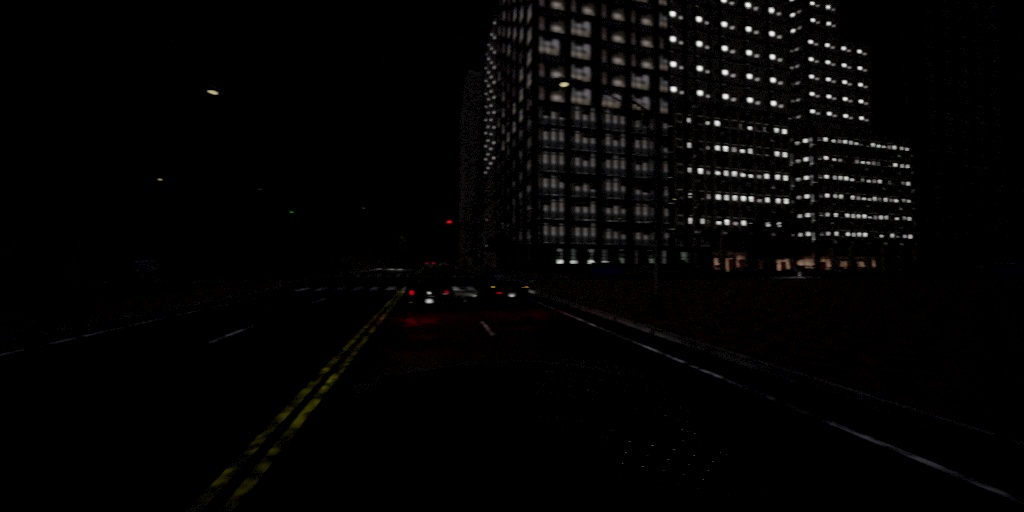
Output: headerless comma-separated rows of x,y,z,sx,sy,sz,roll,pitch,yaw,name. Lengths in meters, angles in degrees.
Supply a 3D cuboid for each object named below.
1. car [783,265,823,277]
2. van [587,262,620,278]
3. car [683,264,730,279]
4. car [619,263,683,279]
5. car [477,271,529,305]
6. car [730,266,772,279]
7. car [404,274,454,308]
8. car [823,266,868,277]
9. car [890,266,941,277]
37.650,1.930,46.859,4.097,1.591,1.967,0,0,-14,car
10.458,1.597,40.315,3.998,1.789,1.690,0,0,-14,van
17.876,1.459,33.851,4.097,1.591,1.967,0,0,-14,car
12.612,1.499,32.584,4.829,1.417,1.751,0,0,-14,car
-0.510,1.405,16.759,1.812,1.442,4.674,1,0,-13,car
23.305,1.647,35.157,4.207,1.307,1.802,0,0,-14,car
-3.627,1.436,15.789,1.895,1.301,4.718,1,-1,-13,car
41.446,2.023,45.013,4.718,1.301,1.895,1,-2,-13,car
45.190,1.781,40.412,4.829,1.417,1.751,0,0,-14,car
